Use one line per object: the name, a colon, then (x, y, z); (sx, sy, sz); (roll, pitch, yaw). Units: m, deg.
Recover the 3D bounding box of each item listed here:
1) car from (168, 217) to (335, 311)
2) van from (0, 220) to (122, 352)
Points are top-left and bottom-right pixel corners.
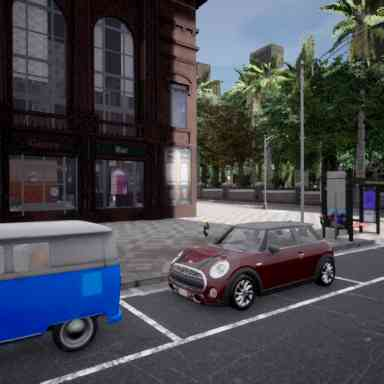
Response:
car: (1.445, 1.439, 7.689); (4.097, 1.590, 1.967); (0, 0, -36)
van: (-2.970, 1.341, 4.536); (3.998, 1.788, 1.690); (0, 0, -36)
